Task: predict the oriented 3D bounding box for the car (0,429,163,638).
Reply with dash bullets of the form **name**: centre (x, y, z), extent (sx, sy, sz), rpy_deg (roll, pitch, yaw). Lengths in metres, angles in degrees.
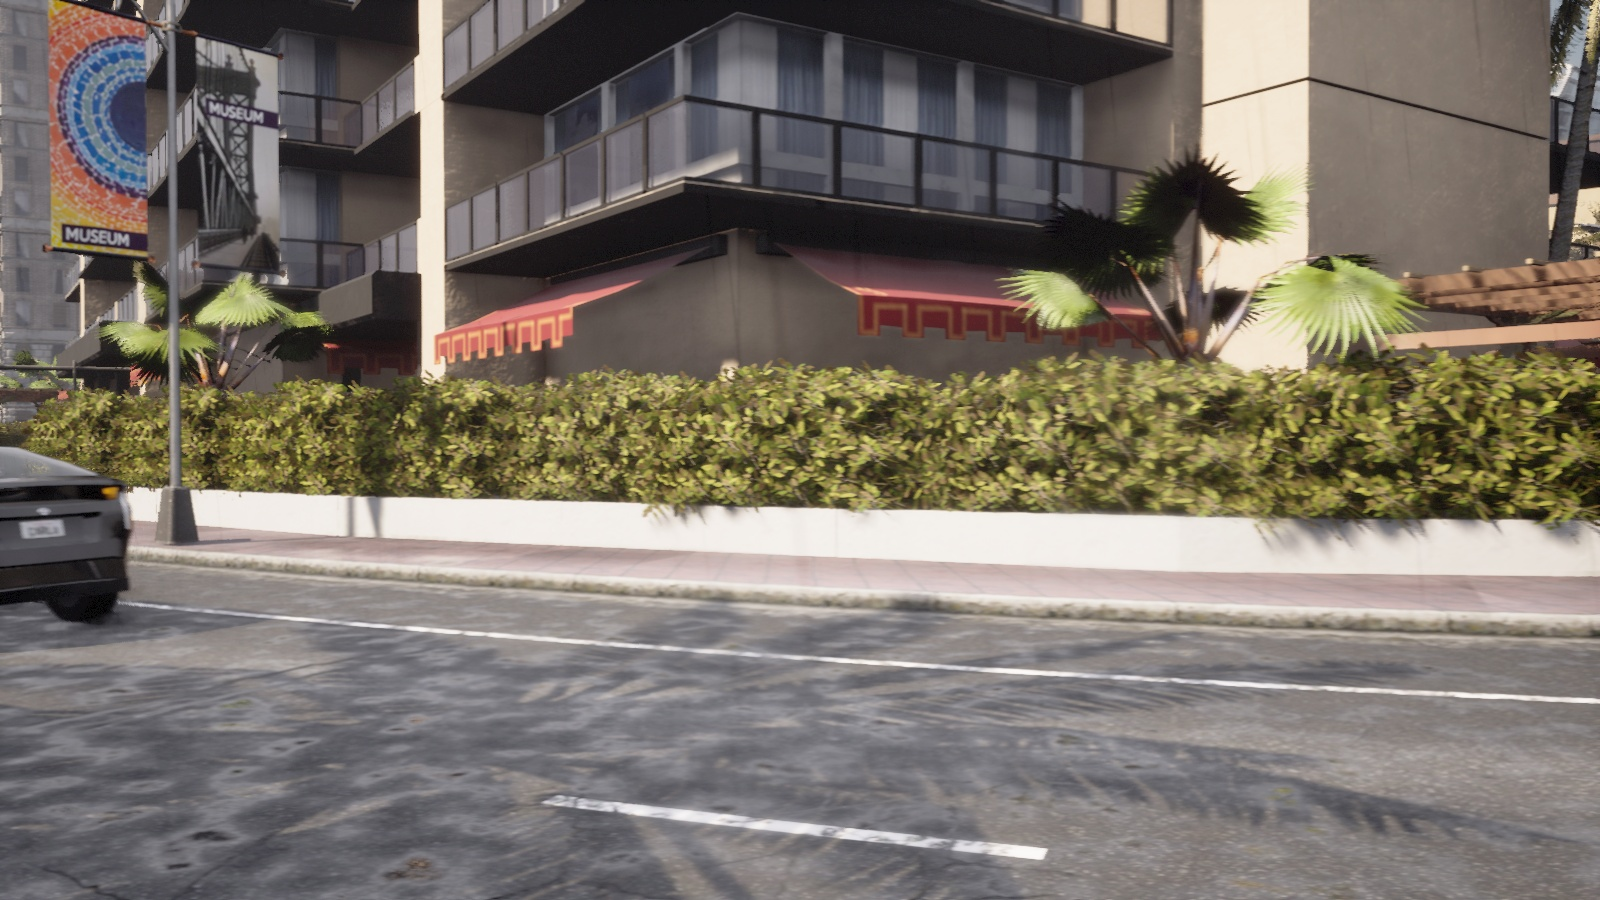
- **car**: centre (-7.702, 0.584, 10.484), extent (4.514, 1.525, 2.007), rpy_deg (1, 1, 28)
